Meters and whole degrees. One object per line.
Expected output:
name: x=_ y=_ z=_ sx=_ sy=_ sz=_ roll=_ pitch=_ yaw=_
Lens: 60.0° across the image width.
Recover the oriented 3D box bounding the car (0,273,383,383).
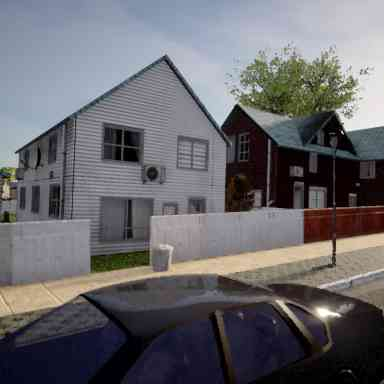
car: x=-0.289 y=1.549 z=2.864 sx=5.357 sy=1.411 sz=2.033 roll=0 pitch=0 yaw=-36
